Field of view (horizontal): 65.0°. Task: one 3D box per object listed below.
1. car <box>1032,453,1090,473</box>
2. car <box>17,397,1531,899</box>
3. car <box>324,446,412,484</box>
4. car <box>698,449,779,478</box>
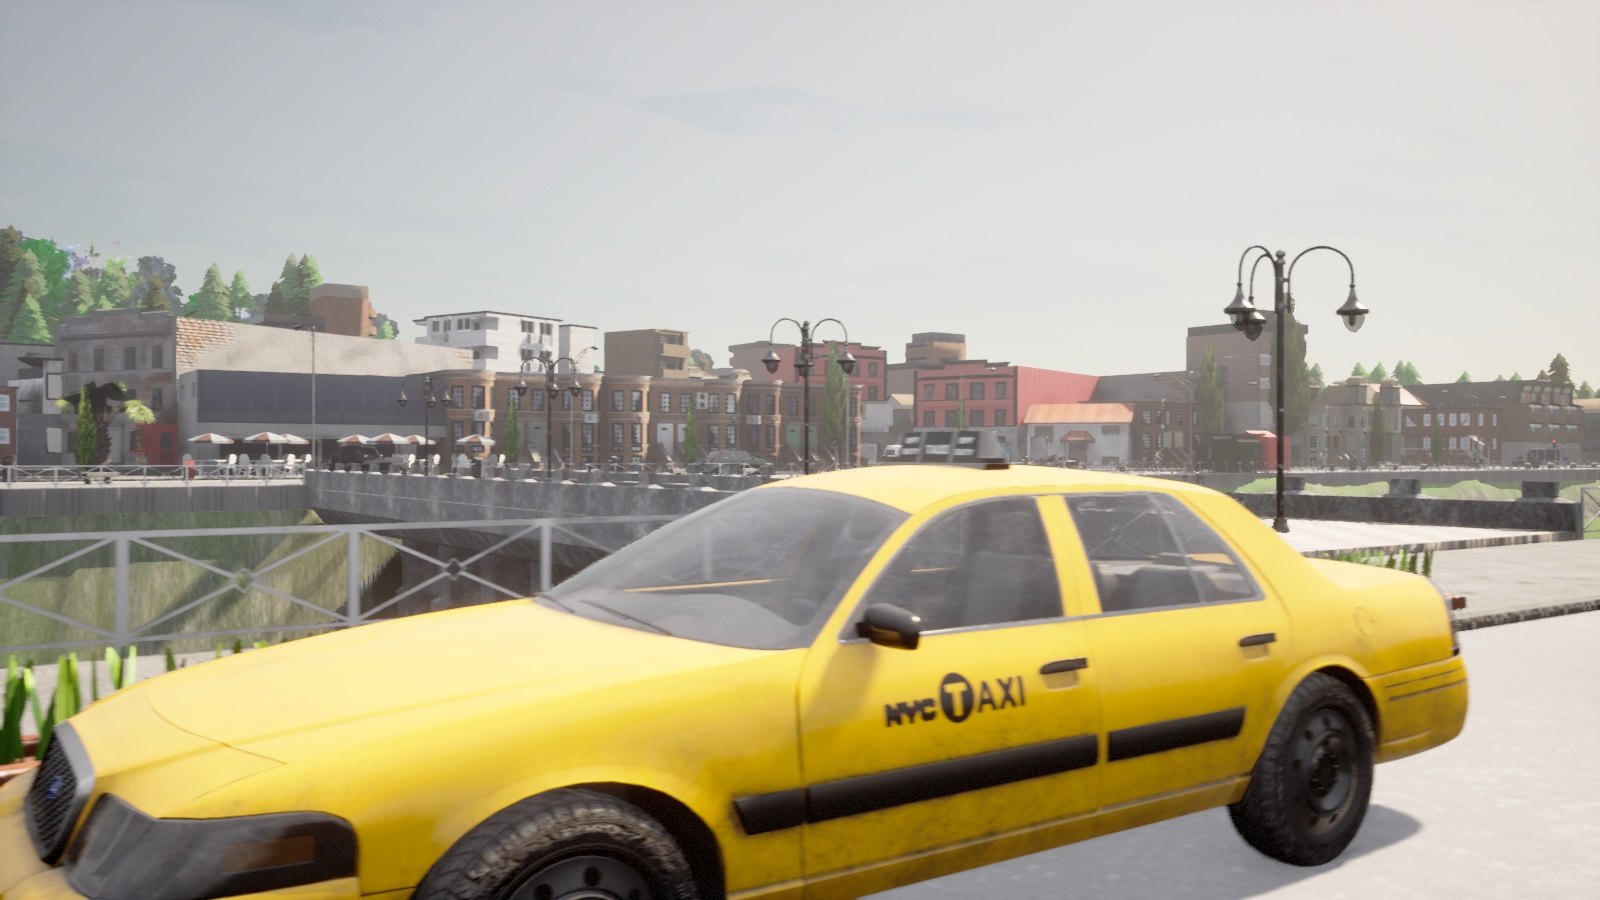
[{"bbox_3d":[19.305,0.945,92.873,4.193,1.474,1.816,0,0,-35],"label":"car"},{"bbox_3d":[0.385,0.694,4.536,5.366,1.575,1.801,0,0,-35],"label":"car"},{"bbox_3d":[-22.017,0.744,64.094,3.866,1.878,1.905,0,0,-35],"label":"car"},{"bbox_3d":[-3.745,0.799,76.820,4.553,1.767,2.097,0,0,-35],"label":"car"}]
